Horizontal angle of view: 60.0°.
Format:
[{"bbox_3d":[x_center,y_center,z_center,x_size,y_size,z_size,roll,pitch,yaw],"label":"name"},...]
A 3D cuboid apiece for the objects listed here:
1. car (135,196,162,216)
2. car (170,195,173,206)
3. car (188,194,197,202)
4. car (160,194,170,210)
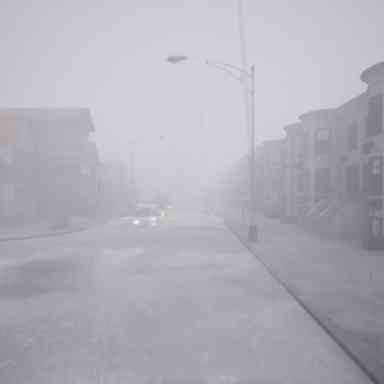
[{"bbox_3d":[-4.078,1.358,30.876,1.812,1.442,4.674,0,0,-1],"label":"car"},{"bbox_3d":[-4.023,1.081,49.853,2.097,1.767,4.553,0,0,0],"label":"car"},{"bbox_3d":[0.066,1.190,65.523,2.033,1.411,5.357,0,0,0],"label":"car"},{"bbox_3d":[-4.060,1.287,40.062,1.837,1.490,4.892,0,0,0],"label":"car"}]
